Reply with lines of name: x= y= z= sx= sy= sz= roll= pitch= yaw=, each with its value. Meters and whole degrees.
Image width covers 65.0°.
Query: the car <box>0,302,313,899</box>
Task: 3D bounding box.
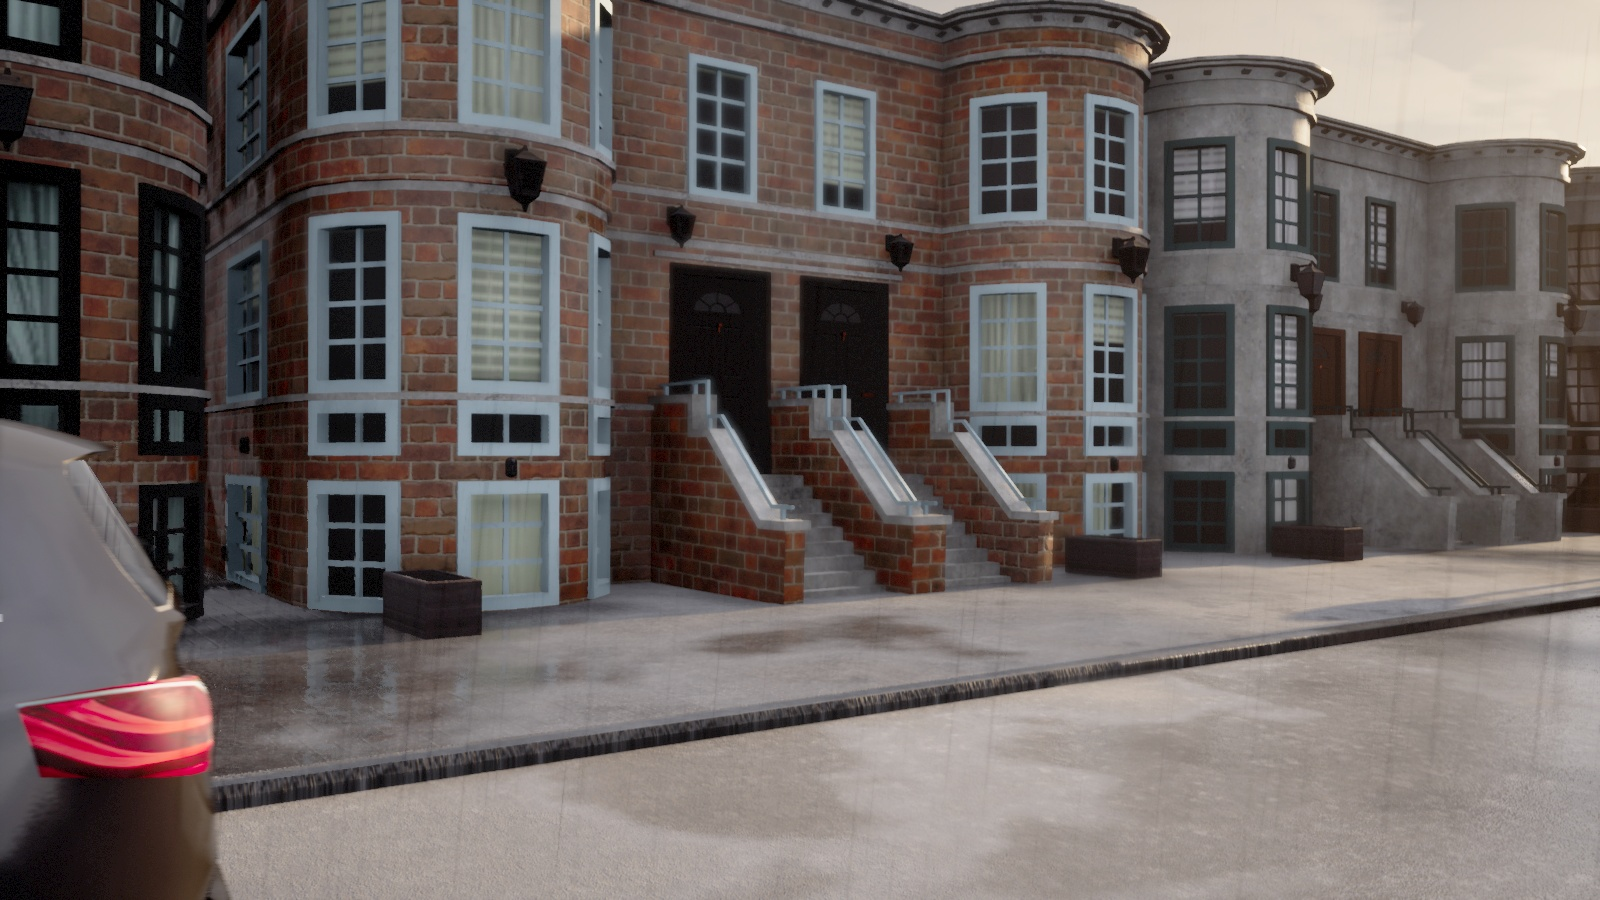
car: x=-3.418 y=0.602 z=1.887 sx=4.611 sy=1.667 sz=2.242 roll=0 pitch=0 yaw=-35
